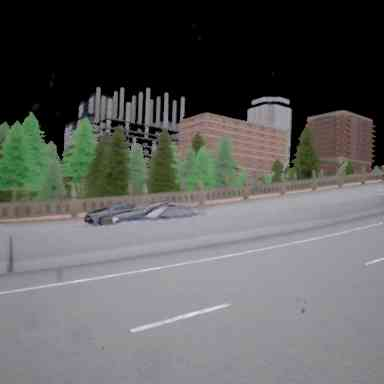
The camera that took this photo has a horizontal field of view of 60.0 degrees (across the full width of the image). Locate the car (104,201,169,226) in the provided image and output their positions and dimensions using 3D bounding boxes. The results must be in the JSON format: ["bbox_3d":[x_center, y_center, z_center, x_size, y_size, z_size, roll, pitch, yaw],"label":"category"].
[{"bbox_3d":[-2.239,1.315,19.505,4.902,1.511,2.128,-2,1,-35],"label":"car"}]

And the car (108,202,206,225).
[{"bbox_3d":[-1.296,1.397,15.841,4.674,1.442,1.812,-2,1,-35],"label":"car"}]

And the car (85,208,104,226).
[{"bbox_3d":[-4.837,1.414,21.902,4.181,1.385,1.994,-2,1,-35],"label":"car"}]
